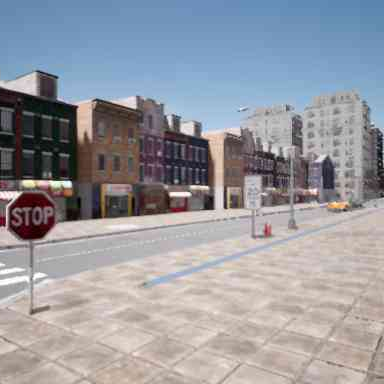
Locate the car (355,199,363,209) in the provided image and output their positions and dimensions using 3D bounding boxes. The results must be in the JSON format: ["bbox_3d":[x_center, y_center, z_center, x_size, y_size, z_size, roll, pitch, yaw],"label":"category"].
[{"bbox_3d":[24.996,1.765,51.193,1.812,1.442,4.674,0,0,36],"label":"car"}]

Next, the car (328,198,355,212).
[{"bbox_3d":[19.148,1.561,43.061,2.097,1.767,4.553,0,0,36],"label":"car"}]
